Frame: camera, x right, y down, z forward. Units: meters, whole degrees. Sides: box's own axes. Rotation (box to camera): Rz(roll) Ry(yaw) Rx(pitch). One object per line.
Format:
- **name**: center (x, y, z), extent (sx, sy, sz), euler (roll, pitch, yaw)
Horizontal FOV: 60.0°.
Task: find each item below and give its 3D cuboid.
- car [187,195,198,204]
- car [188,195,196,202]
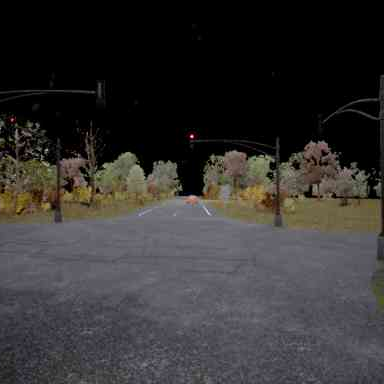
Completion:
- **car**: center (0.070, 1.424, 67.959), extent (2.097, 1.767, 4.553), euler (0, 0, 0)
- **car**: center (0.080, 1.449, 77.994), extent (1.812, 1.442, 4.674), euler (0, 0, 0)
